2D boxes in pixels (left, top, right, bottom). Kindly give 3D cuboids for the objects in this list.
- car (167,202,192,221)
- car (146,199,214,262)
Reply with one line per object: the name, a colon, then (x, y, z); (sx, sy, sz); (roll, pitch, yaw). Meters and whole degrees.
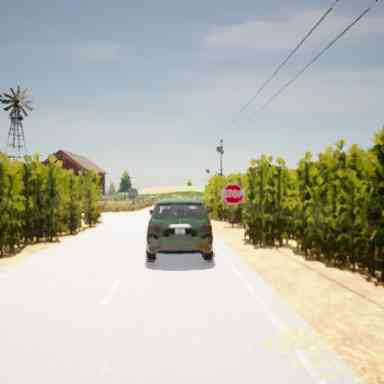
car: (-0.967, 1.634, 28.868); (1.994, 1.385, 4.181); (0, 0, 0)
car: (-0.458, 1.253, 12.455); (2.150, 2.045, 5.566); (0, 0, -2)
